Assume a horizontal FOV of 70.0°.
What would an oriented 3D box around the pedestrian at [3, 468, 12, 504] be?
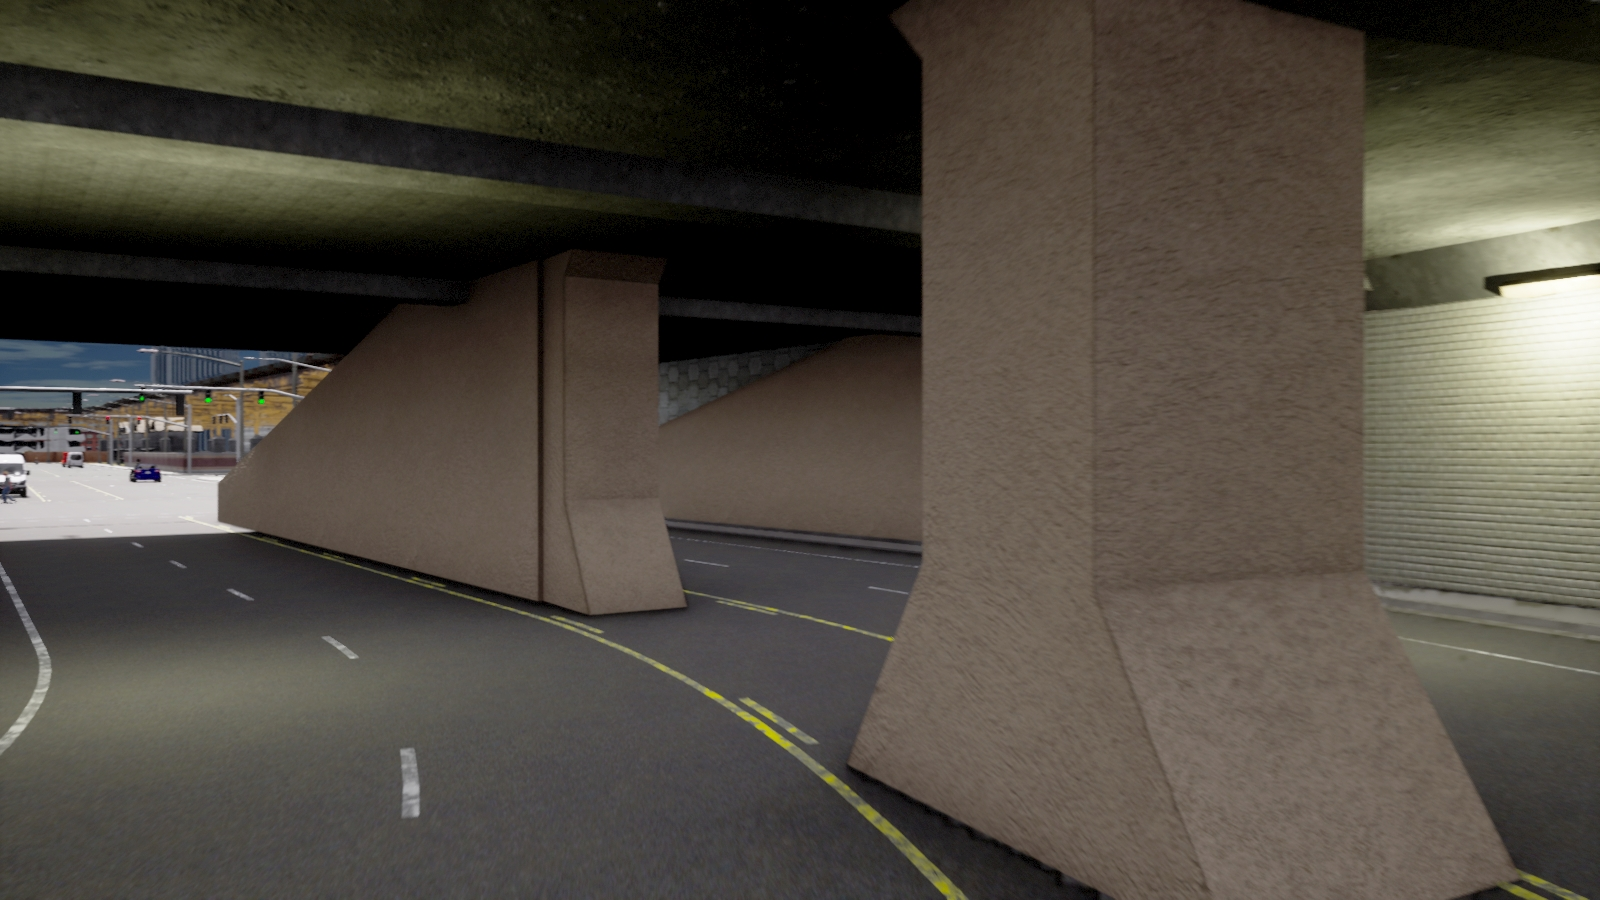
[{"bbox_3d":[-42.004,1.899,60.533,0.375,1.860,0.375,0,0,-37],"label":"pedestrian"}]
